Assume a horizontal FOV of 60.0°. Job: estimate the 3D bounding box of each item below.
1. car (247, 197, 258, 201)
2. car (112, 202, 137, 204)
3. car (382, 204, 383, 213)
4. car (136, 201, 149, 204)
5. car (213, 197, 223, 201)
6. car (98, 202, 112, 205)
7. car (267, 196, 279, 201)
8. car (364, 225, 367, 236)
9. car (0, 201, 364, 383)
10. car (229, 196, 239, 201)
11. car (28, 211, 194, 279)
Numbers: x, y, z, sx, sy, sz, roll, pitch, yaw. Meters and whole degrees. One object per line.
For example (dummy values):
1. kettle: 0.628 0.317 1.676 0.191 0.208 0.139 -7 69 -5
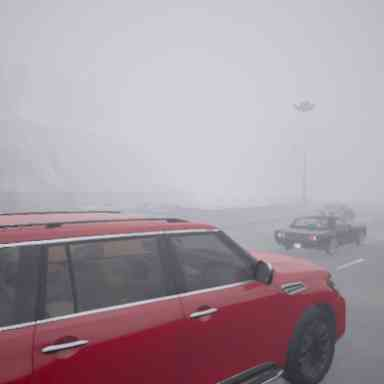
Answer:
1. car: 12.503 1.682 68.969 1.895 1.301 4.718 0 0 5
2. car: -4.921 1.640 33.317 2.033 1.411 5.357 0 0 39
3. car: 20.857 1.542 34.410 2.033 1.411 5.357 0 0 27
4. car: -2.653 1.642 30.752 1.994 1.385 4.181 0 0 39
5. car: 5.616 1.702 72.615 1.895 1.301 4.718 0 0 1
6. car: -8.905 1.711 34.064 1.895 1.301 4.718 0 0 41
7. car: 15.455 1.576 63.532 2.128 1.511 4.902 0 0 10
8. car: 5.326 1.611 13.349 4.718 1.301 1.895 0 0 -45
9. car: -0.614 1.233 3.588 5.566 2.045 2.150 0 0 -37
10. car: 9.115 1.616 72.688 1.812 1.442 4.674 0 0 1
11. car: -2.476 1.513 11.036 5.008 1.535 1.882 0 0 -39
